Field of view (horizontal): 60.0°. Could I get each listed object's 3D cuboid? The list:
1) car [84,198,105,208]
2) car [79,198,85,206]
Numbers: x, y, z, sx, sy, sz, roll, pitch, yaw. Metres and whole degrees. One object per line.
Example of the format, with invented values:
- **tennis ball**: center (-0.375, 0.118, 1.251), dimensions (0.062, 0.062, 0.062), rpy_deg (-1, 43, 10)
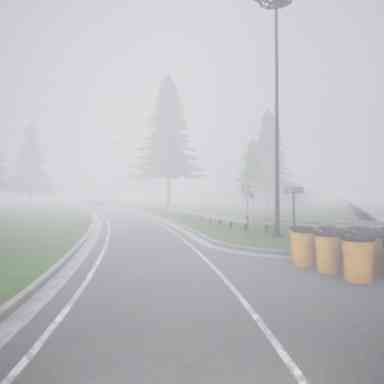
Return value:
- **car**: center (-14.539, 1.685, 50.207), dimensions (1.895, 1.301, 4.718), rpy_deg (0, 0, -26)
- **car**: center (-18.970, 1.709, 59.146), dimensions (1.895, 1.301, 4.718), rpy_deg (0, 0, -26)
